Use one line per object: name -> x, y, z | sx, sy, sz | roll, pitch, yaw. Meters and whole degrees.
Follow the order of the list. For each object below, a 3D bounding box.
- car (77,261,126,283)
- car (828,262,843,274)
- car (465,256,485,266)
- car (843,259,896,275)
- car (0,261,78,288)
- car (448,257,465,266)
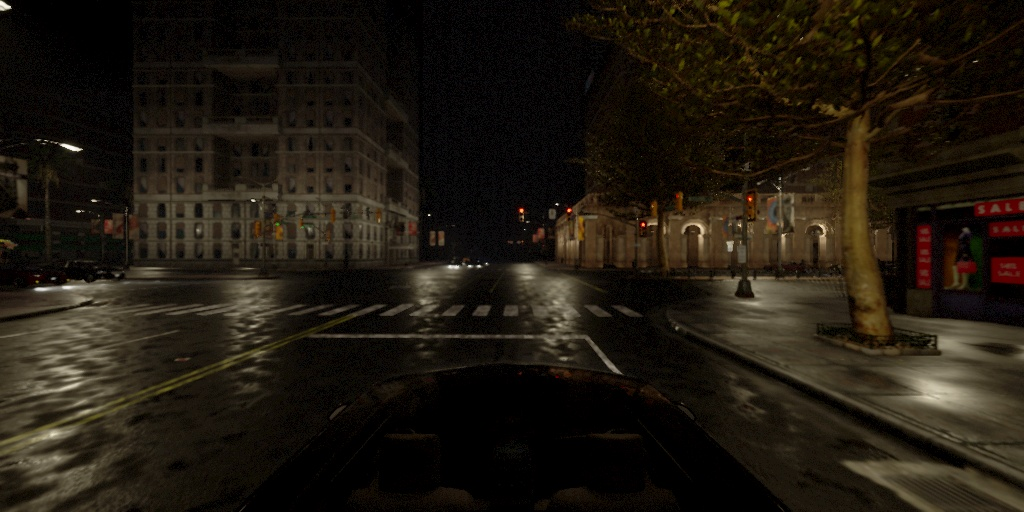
car -> -30.095, 1.080, 25.194 | 4.902, 1.511, 2.128 | 0, 0, 2
car -> 34.543, 0.984, 35.950 | 4.553, 1.767, 2.097 | 0, 0, 1
car -> -6.502, 0.790, 63.427 | 2.097, 1.767, 4.553 | 0, 0, 1
car -> 33.267, 1.211, 32.470 | 4.181, 1.385, 1.994 | 0, 0, 1
car -> -29.676, 1.171, 21.681 | 4.181, 1.385, 1.994 | 0, 0, 1
car -> -10.002, 0.924, 63.469 | 2.128, 1.511, 4.902 | 0, 0, 1
